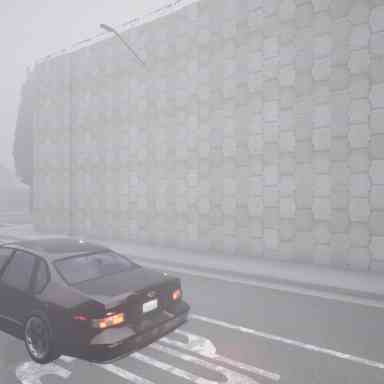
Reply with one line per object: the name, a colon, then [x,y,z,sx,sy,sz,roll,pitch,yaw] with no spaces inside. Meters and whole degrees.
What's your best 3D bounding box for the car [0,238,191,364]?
car: [-2.602,1.547,5.834,5.357,1.411,2.033,0,0,35]
